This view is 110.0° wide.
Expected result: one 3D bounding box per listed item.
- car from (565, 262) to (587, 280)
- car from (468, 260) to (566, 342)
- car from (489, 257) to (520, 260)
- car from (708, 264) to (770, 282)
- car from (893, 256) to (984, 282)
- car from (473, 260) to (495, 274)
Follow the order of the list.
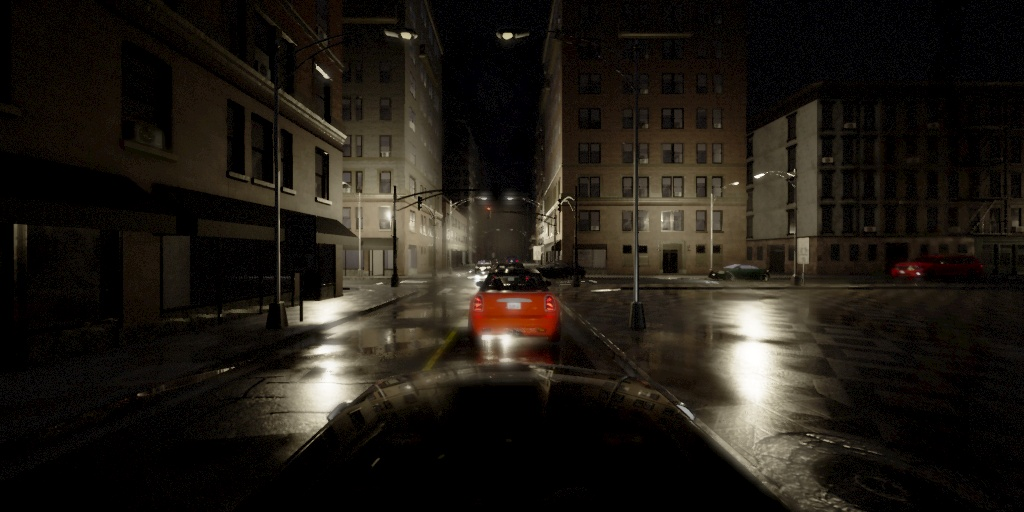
[{"bbox_3d":[3.445,1.241,28.481,4.902,1.511,2.128,0,0,-1],"label":"car"},{"bbox_3d":[0.058,1.102,9.904,2.097,1.767,4.553,0,0,0],"label":"car"},{"bbox_3d":[-0.161,1.101,18.824,2.097,1.767,4.553,0,0,-3],"label":"car"},{"bbox_3d":[18.069,1.318,28.610,4.181,1.385,1.994,0,0,0],"label":"car"},{"bbox_3d":[34.072,0.979,28.740,5.566,2.045,2.150,0,0,0],"label":"car"},{"bbox_3d":[-3.174,1.239,41.222,2.128,1.511,4.902,0,0,0],"label":"car"}]
